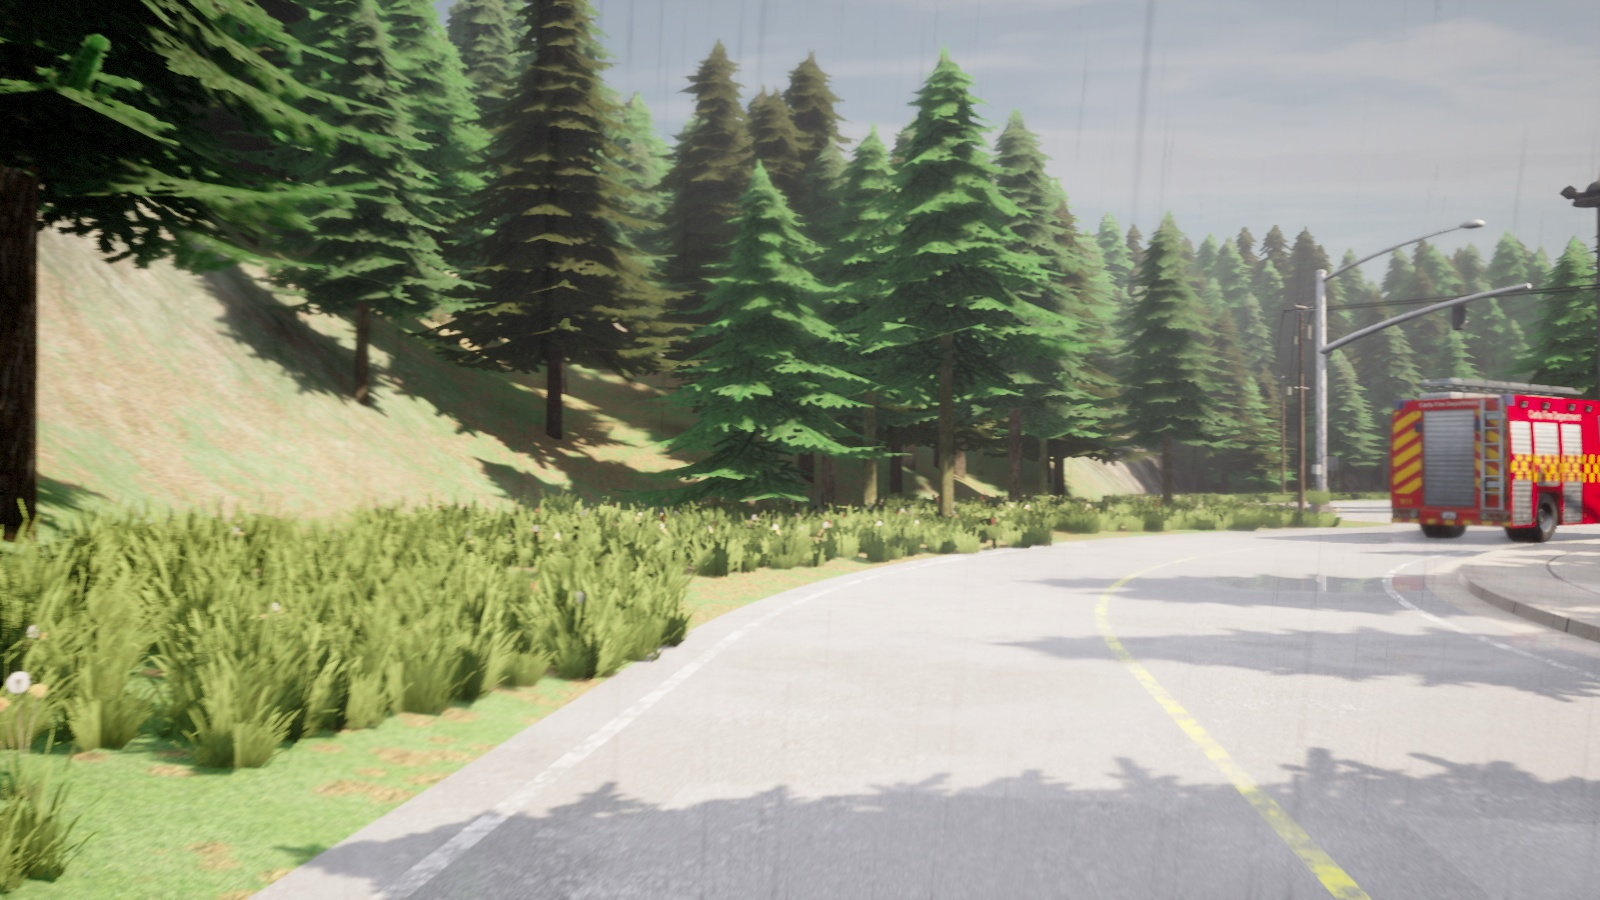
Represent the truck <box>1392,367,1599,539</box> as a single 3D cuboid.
[{"bbox_3d":[18.662,0.130,31.511,8.468,3.827,2.891,1,-1,-34],"label":"truck"}]
